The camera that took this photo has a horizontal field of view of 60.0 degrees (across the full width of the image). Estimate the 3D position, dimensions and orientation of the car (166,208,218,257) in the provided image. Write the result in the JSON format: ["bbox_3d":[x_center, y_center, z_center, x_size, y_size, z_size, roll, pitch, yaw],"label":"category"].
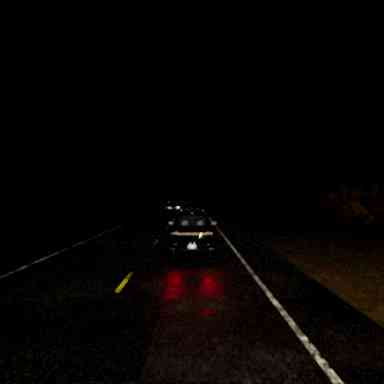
[{"bbox_3d":[0.022,1.632,13.508,2.128,1.511,4.902,0,0,0],"label":"car"}]

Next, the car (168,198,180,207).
[{"bbox_3d":[-3.519,1.940,64.631,2.097,1.767,4.553,0,0,1],"label":"car"}]

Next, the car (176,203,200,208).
[{"bbox_3d":[0.011,1.820,27.519,2.033,1.411,5.357,0,-1,0],"label":"car"}]
